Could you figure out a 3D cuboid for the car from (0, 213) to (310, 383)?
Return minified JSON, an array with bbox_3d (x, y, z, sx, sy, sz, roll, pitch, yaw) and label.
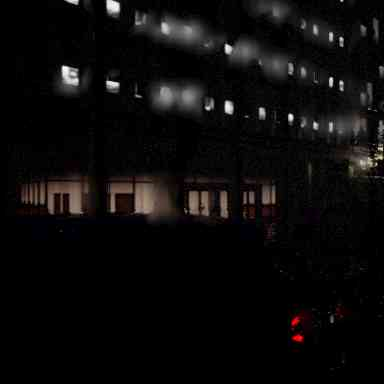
[{"bbox_3d":[-1.680,1.222,1.875,5.566,2.045,2.150,0,0,-35],"label":"car"}]
